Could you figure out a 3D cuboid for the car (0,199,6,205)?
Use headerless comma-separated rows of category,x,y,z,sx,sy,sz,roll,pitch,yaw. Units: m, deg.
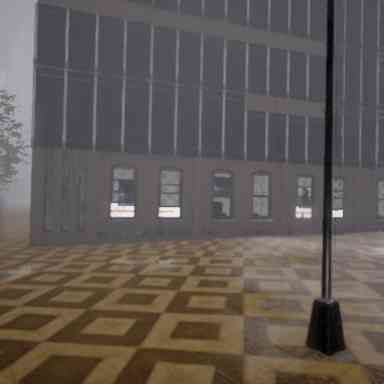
car,-43.899,2.274,76.035,1.887,1.381,4.507,2,-1,-28

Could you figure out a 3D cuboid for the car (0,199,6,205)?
car,-46.426,2.336,80.917,1.947,1.339,4.313,2,-1,-30
